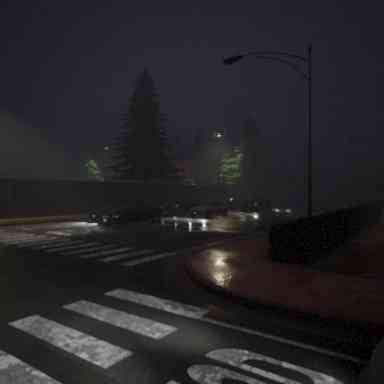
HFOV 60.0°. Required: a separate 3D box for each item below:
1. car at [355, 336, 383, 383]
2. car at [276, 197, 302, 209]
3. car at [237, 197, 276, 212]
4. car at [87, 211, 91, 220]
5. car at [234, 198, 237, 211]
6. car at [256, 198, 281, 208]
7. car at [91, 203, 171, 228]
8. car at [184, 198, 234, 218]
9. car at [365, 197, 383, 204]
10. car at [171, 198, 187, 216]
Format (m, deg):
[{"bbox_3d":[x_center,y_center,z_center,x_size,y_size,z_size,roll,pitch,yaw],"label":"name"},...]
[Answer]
[{"bbox_3d":[3.388,1.601,1.610,4.718,1.301,1.895,0,0,37],"label":"car"},{"bbox_3d":[13.570,1.482,46.215,1.882,1.535,5.008,0,0,39],"label":"car"},{"bbox_3d":[7.495,1.356,38.319,2.097,1.767,4.553,0,0,37],"label":"car"},{"bbox_3d":[-5.989,1.569,25.889,1.994,1.385,4.181,0,0,36],"label":"car"},{"bbox_3d":[5.197,1.497,41.097,2.128,1.511,4.902,0,0,37],"label":"car"},{"bbox_3d":[11.333,1.567,48.982,1.994,1.385,4.181,0,0,39],"label":"car"},{"bbox_3d":[-3.986,1.496,22.698,2.128,1.511,4.902,0,0,36],"label":"car"},{"bbox_3d":[1.657,1.530,30.419,1.812,1.442,4.674,0,0,36],"label":"car"},{"bbox_3d":[27.539,1.528,49.466,4.674,1.442,1.812,0,0,-35],"label":"car"},{"bbox_3d":[-0.954,1.357,32.771,2.097,1.767,4.553,0,0,36],"label":"car"}]
